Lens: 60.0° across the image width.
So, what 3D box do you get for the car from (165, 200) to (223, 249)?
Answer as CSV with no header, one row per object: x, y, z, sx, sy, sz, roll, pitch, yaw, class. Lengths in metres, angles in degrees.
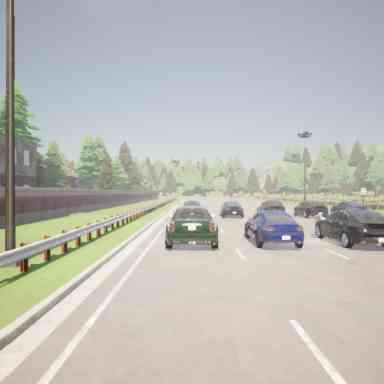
0.000,1.366,14.620,2.097,1.767,4.553,0,0,0,car

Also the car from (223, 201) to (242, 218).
3.500,1.533,29.650,1.812,1.442,4.674,0,0,0,car

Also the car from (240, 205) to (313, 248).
3.500,1.533,14.650,1.812,1.442,4.674,0,0,0,car

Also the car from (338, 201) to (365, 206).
14.000,1.533,29.650,1.812,1.442,4.674,0,0,0,car

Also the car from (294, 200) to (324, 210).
10.500,1.516,29.650,1.837,1.490,4.892,0,0,0,car

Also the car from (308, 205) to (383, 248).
7.000,1.516,14.650,1.837,1.490,4.892,0,0,0,car

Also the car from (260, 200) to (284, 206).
7.000,1.516,29.650,1.837,1.490,4.892,0,0,0,car

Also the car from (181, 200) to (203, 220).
0.000,1.516,29.650,1.837,1.490,4.892,0,0,0,car
